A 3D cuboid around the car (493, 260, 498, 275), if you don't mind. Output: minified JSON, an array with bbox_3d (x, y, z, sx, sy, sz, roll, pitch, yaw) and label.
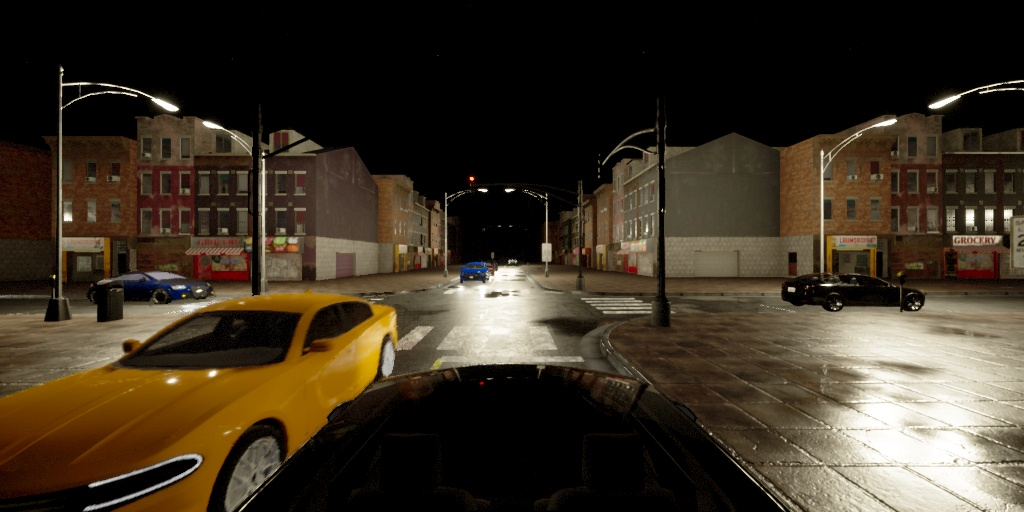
[{"bbox_3d":[-2.832,1.332,37.871,1.994,1.385,4.181,0,0,0],"label":"car"}]

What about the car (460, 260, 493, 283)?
[{"bbox_3d":[-2.822,1.238,27.920,1.882,1.535,5.008,0,0,1],"label":"car"}]

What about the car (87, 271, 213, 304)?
[{"bbox_3d":[-15.752,1.359,15.753,4.181,1.385,1.994,0,0,0],"label":"car"}]

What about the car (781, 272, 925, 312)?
[{"bbox_3d":[12.359,1.266,13.176,4.313,1.339,1.948,0,0,0],"label":"car"}]

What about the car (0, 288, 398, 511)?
[{"bbox_3d":[-2.865,1.228,4.258,1.882,1.535,5.008,0,0,-1],"label":"car"}]
